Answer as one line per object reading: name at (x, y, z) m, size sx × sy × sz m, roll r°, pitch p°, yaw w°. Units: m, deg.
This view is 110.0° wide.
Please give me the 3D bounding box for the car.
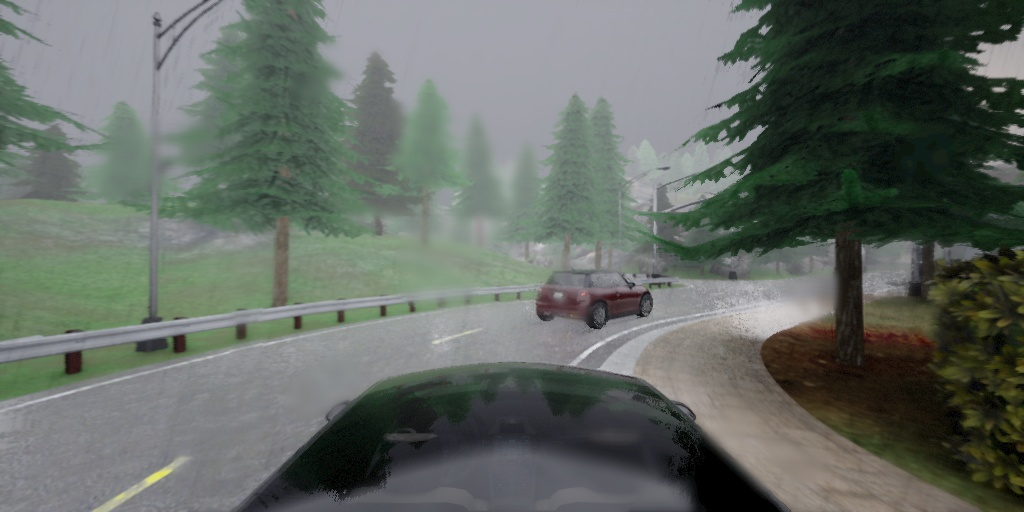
car at (2.883, 1.231, 11.993) m, size 2.097 × 1.767 × 4.553 m, roll -1°, pitch -1°, yaw 45°
